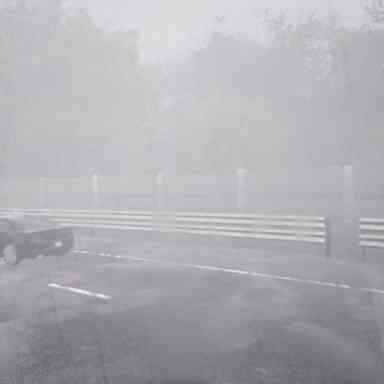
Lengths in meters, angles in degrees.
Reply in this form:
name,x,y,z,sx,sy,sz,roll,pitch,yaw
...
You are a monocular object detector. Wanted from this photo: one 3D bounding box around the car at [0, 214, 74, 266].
name,x,y,z,sx,sy,sz,roll,pitch,yaw
car,-6.435,1.536,11.844,5.008,1.535,1.882,-1,0,29
